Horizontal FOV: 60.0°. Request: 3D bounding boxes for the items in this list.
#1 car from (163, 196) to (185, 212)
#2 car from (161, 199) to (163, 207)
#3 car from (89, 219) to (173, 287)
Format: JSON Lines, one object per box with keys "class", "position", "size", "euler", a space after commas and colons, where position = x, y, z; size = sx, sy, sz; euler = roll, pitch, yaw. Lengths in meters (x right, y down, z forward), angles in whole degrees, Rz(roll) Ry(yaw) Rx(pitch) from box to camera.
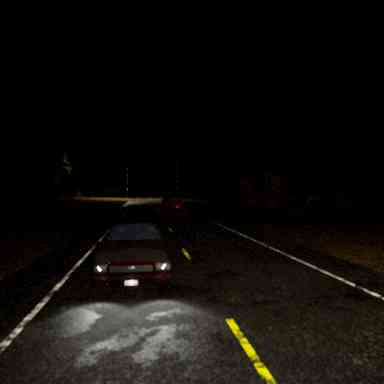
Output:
{"class": "car", "position": [-1.923, 1.395, 37.450], "size": [1.882, 1.535, 5.008], "euler": [0, 0, -8]}
{"class": "car", "position": [-3.317, 1.397, 47.189], "size": [1.837, 1.490, 4.892], "euler": [0, 0, -7]}
{"class": "car", "position": [-1.654, 1.527, 9.675], "size": [2.033, 1.411, 5.357], "euler": [0, 0, -8]}
